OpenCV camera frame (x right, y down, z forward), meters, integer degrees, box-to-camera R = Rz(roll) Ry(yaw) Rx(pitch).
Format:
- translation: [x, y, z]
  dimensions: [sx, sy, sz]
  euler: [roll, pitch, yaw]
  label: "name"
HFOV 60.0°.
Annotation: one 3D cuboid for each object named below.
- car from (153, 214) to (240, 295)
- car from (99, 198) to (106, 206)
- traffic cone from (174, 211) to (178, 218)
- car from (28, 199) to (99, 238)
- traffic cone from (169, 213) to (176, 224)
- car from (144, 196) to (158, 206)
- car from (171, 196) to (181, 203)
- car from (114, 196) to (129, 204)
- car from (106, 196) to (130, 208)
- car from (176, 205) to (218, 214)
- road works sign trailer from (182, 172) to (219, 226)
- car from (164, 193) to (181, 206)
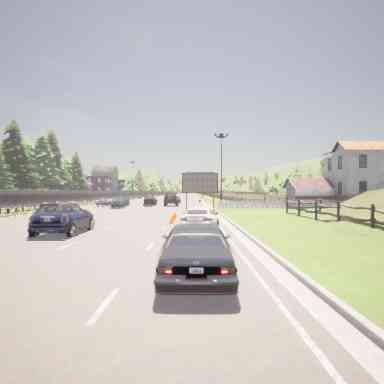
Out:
- translation: [0.112, 1.547, 8.852]
  dimensions: [2.033, 1.411, 5.357]
  euler: [0, 0, 1]
  label: "car"
- translation: [-13.817, 1.598, 52.923]
  dimensions: [1.895, 1.301, 4.718]
  euler: [0, 0, 0]
  label: "car"
- translation: [-1.448, 1.954, 25.209]
  dimensions: [0.340, 0.580, 0.340]
  euler: [0, 0, 0]
  label: "traffic cone"
- translation: [-6.872, 1.350, 17.952]
  dimensions: [2.097, 1.767, 4.553]
  euler: [0, 0, 0]
  label: "car"
- translation: [-1.451, 1.954, 23.209]
  dimensions: [0.340, 0.580, 0.340]
  euler: [0, 0, 0]
  label: "traffic cone"
- translation: [-6.813, 1.475, 55.320]
  dimensions: [1.882, 1.535, 5.008]
  euler: [0, 0, 0]
  label: "car"
- translation: [-3.292, 1.561, 68.605]
  dimensions: [1.994, 1.385, 4.181]
  euler: [0, 0, 0]
  label: "car"
- translation: [-13.798, 1.502, 65.161]
  dimensions: [1.837, 1.490, 4.892]
  euler: [0, 0, 0]
  label: "car"
- translation: [-10.323, 1.545, 48.085]
  dimensions: [2.033, 1.411, 5.357]
  euler: [0, 0, 0]
  label: "car"
- translation: [0.434, 1.541, 18.466]
  dimensions: [1.812, 1.442, 4.674]
  euler: [-1, -1, 7]
  label: "car"
- translation: [0.524, 0.463, 22.079]
  dimensions: [2.380, 3.560, 2.880]
  euler: [0, 0, -2]
  label: "road works sign trailer"
- translation: [-3.316, 1.219, 53.390]
  dimensions: [2.150, 2.045, 5.566]
  euler: [0, 0, 0]
  label: "car"
